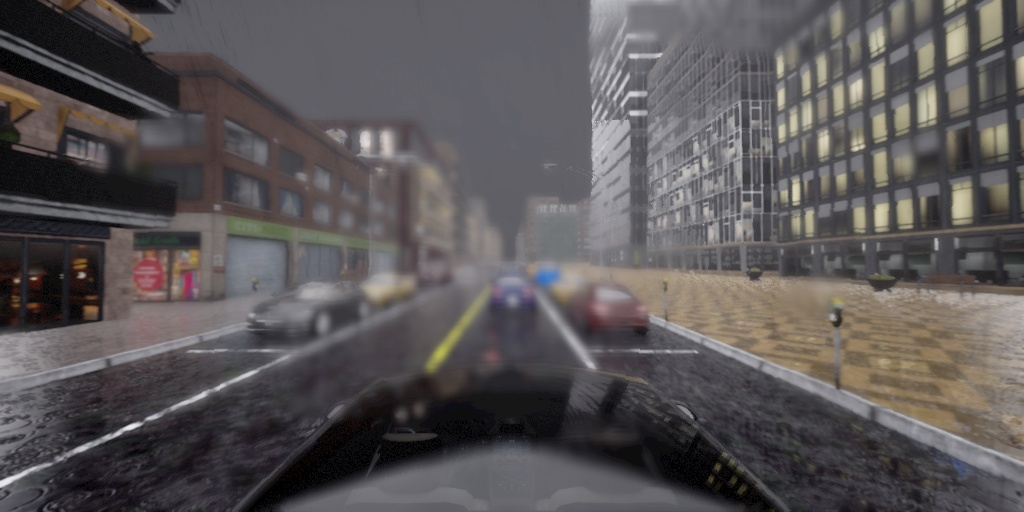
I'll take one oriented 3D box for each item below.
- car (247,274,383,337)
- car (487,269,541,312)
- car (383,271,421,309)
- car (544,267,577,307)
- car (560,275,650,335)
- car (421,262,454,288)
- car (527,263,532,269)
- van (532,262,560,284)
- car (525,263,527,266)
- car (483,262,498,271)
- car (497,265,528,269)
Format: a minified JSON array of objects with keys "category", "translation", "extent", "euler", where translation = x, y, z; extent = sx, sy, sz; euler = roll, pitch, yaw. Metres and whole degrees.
[{"category":"car","translation":[-5.691,1.400,10.609],"extent":[2.007,1.370,4.403],"euler":[0,0,0]},{"category":"car","translation":[0.047,1.423,14.902],"extent":[1.812,1.442,4.674],"euler":[0,-1,0]},{"category":"car","translation":[-5.692,1.437,16.010],"extent":[1.751,1.417,4.829],"euler":[0,0,0]},{"category":"car","translation":[2.689,1.438,16.349],"extent":[1.751,1.417,4.829],"euler":[0,0,0]},{"category":"car","translation":[2.690,1.432,10.609],"extent":[1.802,1.307,4.207],"euler":[0,0,0]},{"category":"car","translation":[-5.694,1.352,27.318],"extent":[2.192,1.841,5.009],"euler":[0,0,0]},{"category":"car","translation":[3.133,1.699,43.383],"extent":[1.882,1.535,5.008],"euler":[0,-1,0]},{"category":"van","translation":[2.687,1.379,27.319],"extent":[1.690,1.789,3.998],"euler":[0,0,0]},{"category":"car","translation":[3.138,1.805,50.383],"extent":[1.837,1.490,4.892],"euler":[0,-1,0]},{"category":"car","translation":[-3.064,1.943,58.628],"extent":[2.033,1.411,5.357],"euler":[0,-1,1]},{"category":"car","translation":[0.037,1.653,28.587],"extent":[1.895,1.301,4.718],"euler":[0,-1,1]}]
